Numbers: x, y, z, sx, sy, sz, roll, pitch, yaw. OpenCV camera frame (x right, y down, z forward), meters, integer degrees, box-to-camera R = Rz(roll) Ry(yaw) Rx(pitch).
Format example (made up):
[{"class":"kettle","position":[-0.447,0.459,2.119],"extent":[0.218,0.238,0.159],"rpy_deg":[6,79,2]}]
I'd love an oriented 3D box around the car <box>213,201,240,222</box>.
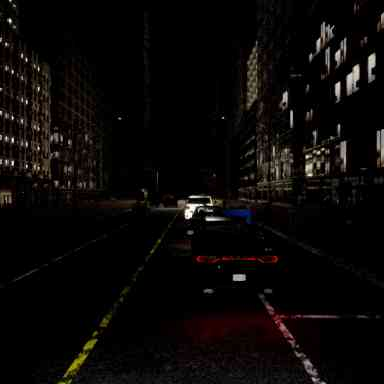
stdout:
[{"class":"car","position":[2.686,1.527,26.908],"extent":[1.752,1.417,4.829],"rpy_deg":[0,0,0]}]

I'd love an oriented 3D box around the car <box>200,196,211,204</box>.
[{"class":"car","position":[2.682,1.559,66.414],"extent":[2.008,1.369,4.403],"rpy_deg":[0,0,0]}]

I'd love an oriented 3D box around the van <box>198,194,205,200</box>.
[{"class":"van","position":[2.679,1.354,94.754],"extent":[1.690,1.788,3.998],"rpy_deg":[0,0,0]}]

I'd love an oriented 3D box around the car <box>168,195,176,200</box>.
[{"class":"car","position":[-5.701,1.579,94.754],"extent":[1.947,1.339,4.313],"rpy_deg":[0,0,0]}]

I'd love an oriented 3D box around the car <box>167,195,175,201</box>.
[{"class":"car","position":[-5.701,1.557,89.087],"extent":[1.887,1.381,4.507],"rpy_deg":[0,0,0]}]

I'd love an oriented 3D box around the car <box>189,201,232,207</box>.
[{"class":"car","position":[0.899,1.479,18.804],"extent":[1.882,1.535,5.008],"rpy_deg":[0,0,0]}]

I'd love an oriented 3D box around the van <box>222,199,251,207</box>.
[{"class":"van","position":[2.686,1.342,21.070],"extent":[1.690,1.788,3.998],"rpy_deg":[0,0,0]}]

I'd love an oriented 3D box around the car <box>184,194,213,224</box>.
[{"class":"car","position":[0.658,1.225,24.913],"extent":[2.150,2.045,5.566],"rpy_deg":[0,0,4]}]

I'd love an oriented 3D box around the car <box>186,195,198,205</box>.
[{"class":"car","position":[-0.006,1.359,60.130],"extent":[2.097,1.767,4.553],"rpy_deg":[0,0,0]}]

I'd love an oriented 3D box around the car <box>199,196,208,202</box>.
[{"class":"car","position":[2.681,1.555,77.750],"extent":[1.887,1.381,4.507],"rpy_deg":[0,0,0]}]

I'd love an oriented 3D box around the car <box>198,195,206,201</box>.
[{"class":"car","position":[2.679,1.557,89.086],"extent":[1.887,1.381,4.507],"rpy_deg":[0,0,0]}]

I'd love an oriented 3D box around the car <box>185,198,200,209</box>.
[{"class":"car","position":[0.014,1.568,46.199],"extent":[1.994,1.385,4.181],"rpy_deg":[0,0,0]}]

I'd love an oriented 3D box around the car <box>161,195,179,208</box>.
[{"class":"car","position":[-3.004,1.530,48.219],"extent":[1.812,1.442,4.674],"rpy_deg":[0,0,0]}]

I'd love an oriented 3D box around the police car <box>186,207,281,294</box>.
[{"class":"police car","position":[0.900,1.425,8.913],"extent":[1.930,1.638,5.238],"rpy_deg":[0,0,0]}]

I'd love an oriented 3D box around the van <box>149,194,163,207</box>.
[{"class":"van","position":[-5.697,1.346,49.411],"extent":[1.690,1.788,3.998],"rpy_deg":[0,0,0]}]

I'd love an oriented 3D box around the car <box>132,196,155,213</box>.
[{"class":"car","position":[-5.695,1.528,37.904],"extent":[1.752,1.417,4.829],"rpy_deg":[0,0,0]}]
